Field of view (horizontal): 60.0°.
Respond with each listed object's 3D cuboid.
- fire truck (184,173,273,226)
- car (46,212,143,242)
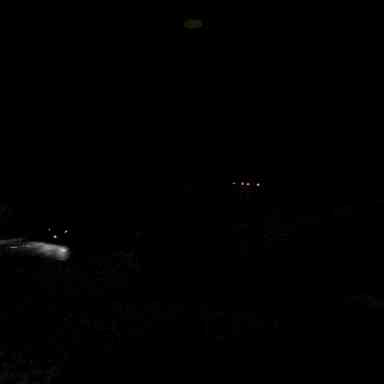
[{"bbox_3d":[2.993,0.691,24.405,2.891,3.827,8.468,0,0,36],"label":"fire truck"},{"bbox_3d":[-5.041,1.791,18.163,2.033,1.411,5.357,0,0,36],"label":"car"}]
